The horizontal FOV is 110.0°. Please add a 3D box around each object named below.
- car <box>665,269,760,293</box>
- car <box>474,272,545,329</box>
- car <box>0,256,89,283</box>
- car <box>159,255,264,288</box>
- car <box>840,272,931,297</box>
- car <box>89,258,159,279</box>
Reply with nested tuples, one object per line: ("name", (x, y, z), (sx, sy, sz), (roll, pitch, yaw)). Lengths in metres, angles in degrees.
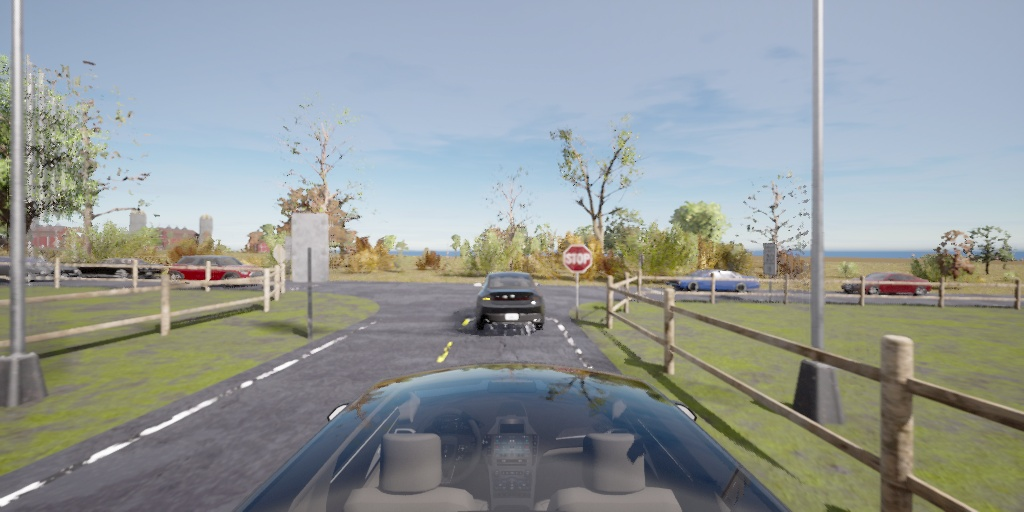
("car", (12.809, 1.559, 22.978), (5.357, 1.411, 2.033), (1, 1, -1))
("car", (-0.125, 1.244, 11.203), (1.837, 1.490, 4.892), (0, 0, -3))
("car", (-27.742, 0.724, 20.080), (5.357, 1.411, 2.033), (1, 1, 0))
("car", (-16.299, 0.776, 20.073), (4.553, 1.767, 2.097), (1, 1, 0))
("car", (23.909, 1.775, 22.979), (4.674, 1.442, 1.812), (1, 1, 0))
("car", (-25.531, 0.785, 23.045), (4.718, 1.301, 1.895), (1, 1, 0))
